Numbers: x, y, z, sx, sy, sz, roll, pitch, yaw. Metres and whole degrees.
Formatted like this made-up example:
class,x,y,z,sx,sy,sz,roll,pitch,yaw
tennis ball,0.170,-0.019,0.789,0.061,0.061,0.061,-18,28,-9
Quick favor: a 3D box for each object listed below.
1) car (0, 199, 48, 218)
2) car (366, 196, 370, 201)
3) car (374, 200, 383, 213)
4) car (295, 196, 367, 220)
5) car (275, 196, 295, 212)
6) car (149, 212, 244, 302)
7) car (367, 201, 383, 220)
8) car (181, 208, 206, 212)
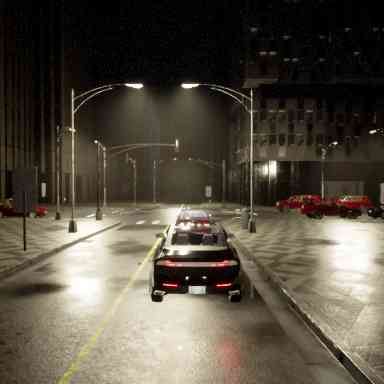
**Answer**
class,x,y,z,sx,sy,sz,roll,pitch,yaw
car,-14.969,1.567,29.009,4.507,1.381,1.887,0,1,0
car,17.685,1.353,37.686,5.009,1.841,2.192,0,1,0
car,23.326,1.633,37.716,4.313,1.339,1.947,0,1,0
car,12.072,1.462,29.135,5.009,1.841,2.192,0,1,0
car,12.042,1.325,37.659,5.009,1.841,2.192,0,1,0
car,0.086,1.490,8.213,2.128,1.511,4.902,0,0,0
car,17.714,1.742,29.165,4.313,1.339,1.947,0,1,0
car,0.070,1.550,17.923,2.033,1.411,5.357,0,0,0
